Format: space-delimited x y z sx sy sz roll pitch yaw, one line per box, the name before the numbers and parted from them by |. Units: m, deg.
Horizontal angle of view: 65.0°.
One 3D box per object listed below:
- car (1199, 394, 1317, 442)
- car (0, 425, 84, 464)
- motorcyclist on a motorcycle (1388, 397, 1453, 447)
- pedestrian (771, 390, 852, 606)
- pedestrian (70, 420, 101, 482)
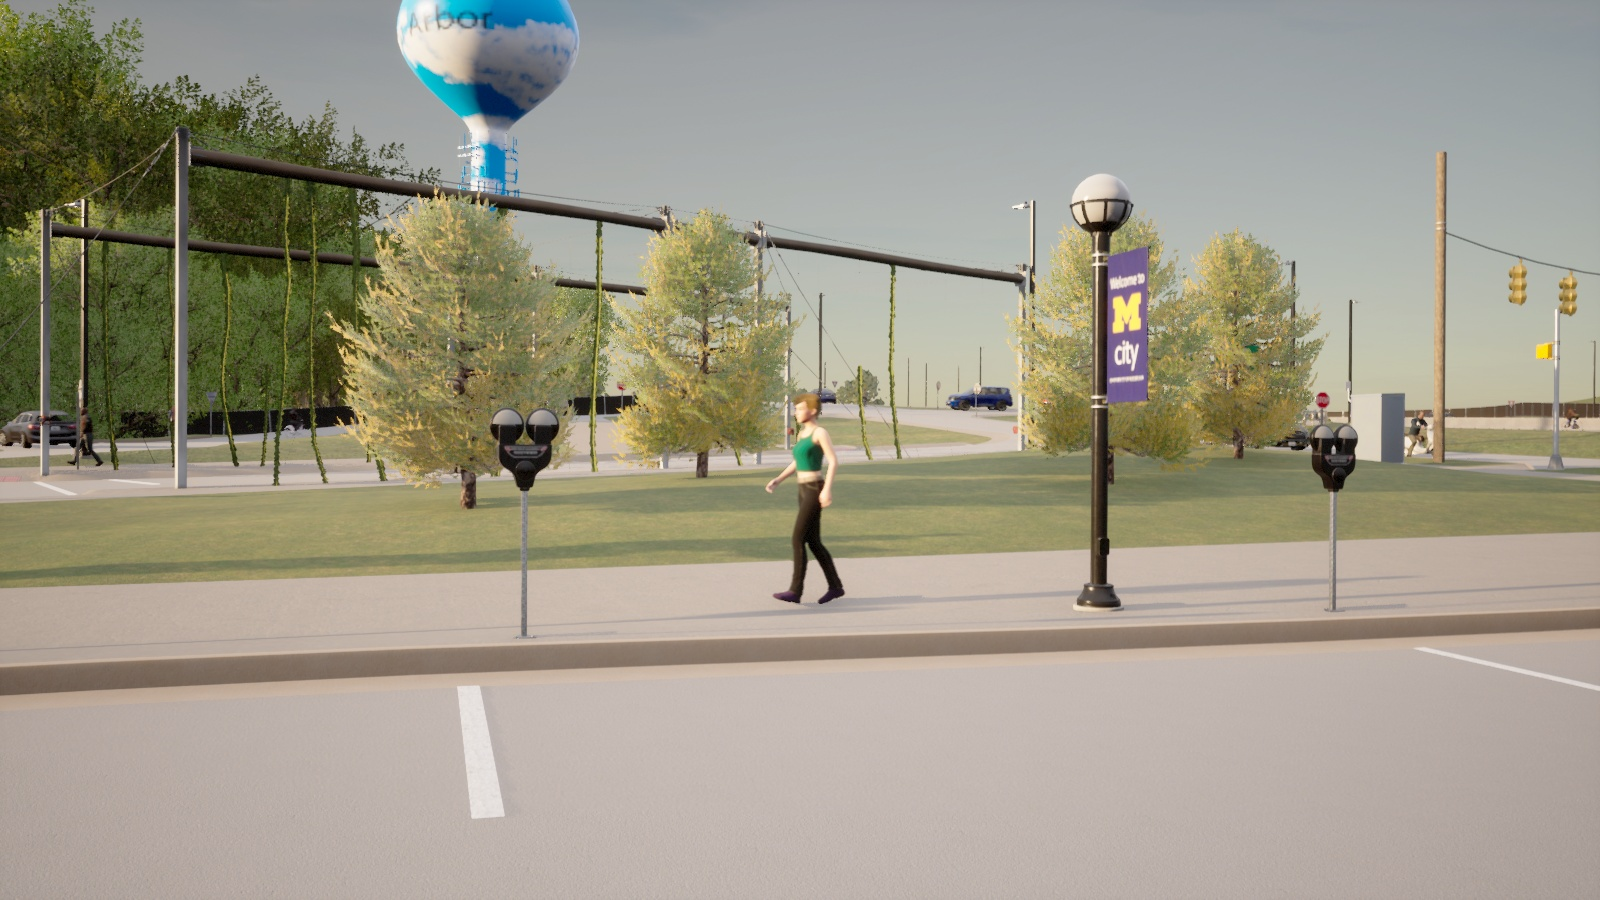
car | 17.794 -1.271 49.043 2.097 1.767 4.553 -1 2 -15
car | -34.746 -0.284 57.353 4.611 1.667 2.242 1 3 43
motorcyclist on a motorcycle | 20.241 -0.926 40.988 0.866 1.590 1.817 -1 2 -19
pedestrian | 0.100 0.404 10.919 0.594 1.836 0.345 -1 0 -18
pedestrian | -21.431 0.033 37.654 0.720 1.854 0.376 -1 0 -42
